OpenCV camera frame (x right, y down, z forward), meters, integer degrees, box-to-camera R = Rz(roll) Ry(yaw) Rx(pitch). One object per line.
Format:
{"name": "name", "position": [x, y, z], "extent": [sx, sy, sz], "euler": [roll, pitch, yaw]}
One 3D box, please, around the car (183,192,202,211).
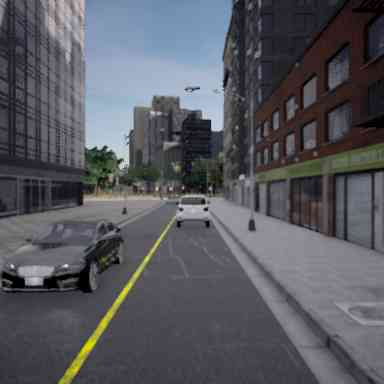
{"name": "car", "position": [0.090, 1.081, 40.972], "extent": [2.150, 2.045, 5.566], "euler": [0, 1, 0]}

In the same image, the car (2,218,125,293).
{"name": "car", "position": [-3.091, 1.486, 8.967], "extent": [2.128, 1.511, 4.902], "euler": [0, 0, 0]}

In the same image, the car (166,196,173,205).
{"name": "car", "position": [-3.066, 1.335, 52.262], "extent": [1.895, 1.301, 4.718], "euler": [0, 1, 1]}

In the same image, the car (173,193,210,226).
{"name": "car", "position": [0.093, 1.195, 23.007], "extent": [2.150, 2.045, 5.566], "euler": [0, 1, 0]}
